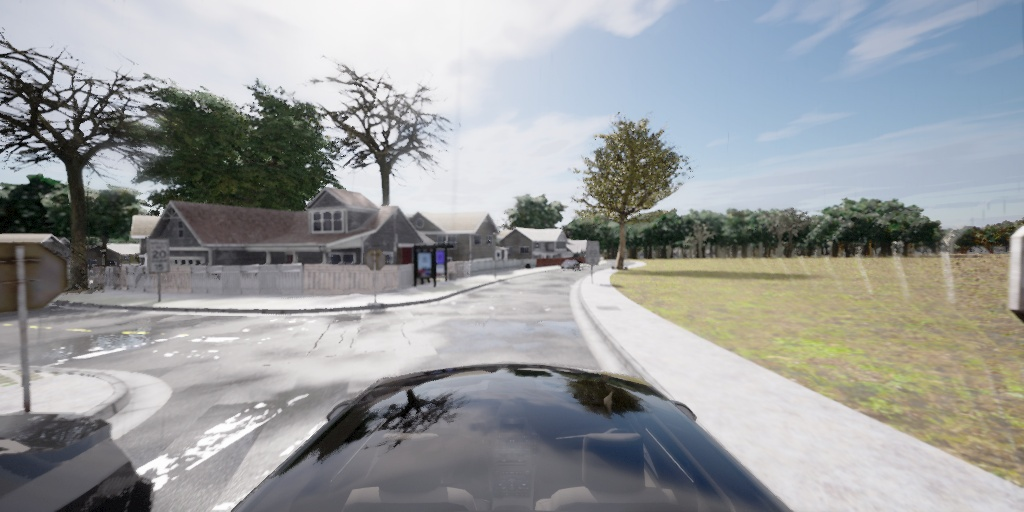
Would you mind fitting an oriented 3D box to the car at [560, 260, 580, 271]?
[{"bbox_3d":[8.208,1.272,50.479,2.128,1.511,4.902,0,1,24],"label":"car"}]
